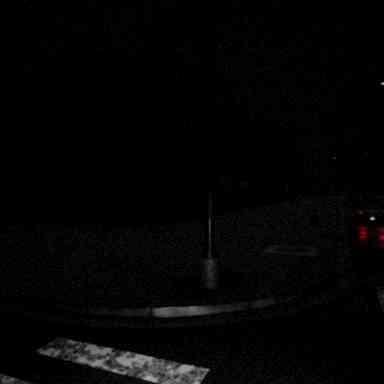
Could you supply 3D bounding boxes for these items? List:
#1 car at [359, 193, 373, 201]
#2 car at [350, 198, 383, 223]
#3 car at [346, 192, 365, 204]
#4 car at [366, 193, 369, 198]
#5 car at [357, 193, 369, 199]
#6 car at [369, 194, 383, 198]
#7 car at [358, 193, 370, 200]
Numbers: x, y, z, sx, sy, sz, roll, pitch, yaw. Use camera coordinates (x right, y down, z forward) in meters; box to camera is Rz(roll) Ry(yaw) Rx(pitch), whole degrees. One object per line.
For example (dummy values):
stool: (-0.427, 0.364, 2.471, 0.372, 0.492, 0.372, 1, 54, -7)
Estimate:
car: (31.935, 0.908, 61.017, 2.008, 1.369, 4.403, -1, 0, 24)
car: (12.013, 1.329, 22.515, 1.895, 1.301, 4.718, 0, 1, 24)
car: (23.722, 1.030, 48.791, 1.994, 1.385, 4.181, 0, 1, 24)
car: (23.133, 1.081, 41.264, 1.887, 1.381, 4.507, -1, 0, 24)
car: (36.336, 0.827, 70.894, 2.008, 1.369, 4.403, -1, 0, 24)
car: (20.933, 1.136, 36.326, 2.008, 1.369, 4.403, -1, 0, 24)
car: (34.136, 0.861, 65.956, 1.887, 1.381, 4.507, -1, 0, 24)
